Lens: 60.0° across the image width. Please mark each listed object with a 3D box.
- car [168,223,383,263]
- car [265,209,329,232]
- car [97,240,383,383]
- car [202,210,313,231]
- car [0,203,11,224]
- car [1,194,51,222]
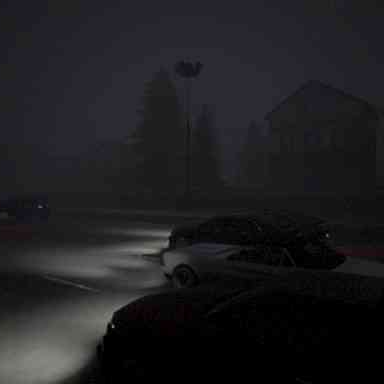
[{"bbox_3d":[1.571,1.600,7.171,4.718,1.301,1.895,0,0,36],"label":"car"},{"bbox_3d":[3.356,1.490,14.497,4.902,1.511,2.128,0,0,36],"label":"car"},{"bbox_3d":[1.118,1.525,3.195,4.674,1.442,1.812,0,0,36],"label":"car"},{"bbox_3d":[1.377,1.504,11.607,4.892,1.490,1.837,0,0,36],"label":"car"},{"bbox_3d":[-14.938,1.597,23.248,4.718,1.301,1.895,0,0,36],"label":"car"},{"bbox_3d":[-13.601,1.217,26.594,5.566,2.045,2.150,0,0,36],"label":"car"}]
